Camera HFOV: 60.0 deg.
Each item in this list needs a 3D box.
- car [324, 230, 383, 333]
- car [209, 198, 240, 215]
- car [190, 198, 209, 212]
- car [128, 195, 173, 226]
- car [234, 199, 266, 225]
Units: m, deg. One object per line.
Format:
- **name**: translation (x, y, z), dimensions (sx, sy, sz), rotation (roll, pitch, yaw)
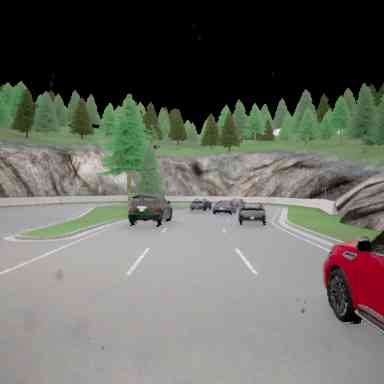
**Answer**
- **car**: translation (3.601, 1.219, 4.045), dimensions (2.150, 2.045, 5.566), rotation (0, 0, 0)
- **car**: translation (3.426, 1.564, 34.360), dimensions (1.994, 1.385, 4.181), rotation (0, 0, 15)
- **car**: translation (1.176, 1.491, 39.353), dimensions (2.128, 1.511, 4.902), rotation (0, 0, 15)
- **car**: translation (-2.830, 1.221, 23.573), dimensions (2.150, 2.045, 5.566), rotation (0, 0, 7)
- **car**: translation (4.389, 1.492, 24.265), dimensions (2.128, 1.511, 4.902), rotation (0, 0, 10)
